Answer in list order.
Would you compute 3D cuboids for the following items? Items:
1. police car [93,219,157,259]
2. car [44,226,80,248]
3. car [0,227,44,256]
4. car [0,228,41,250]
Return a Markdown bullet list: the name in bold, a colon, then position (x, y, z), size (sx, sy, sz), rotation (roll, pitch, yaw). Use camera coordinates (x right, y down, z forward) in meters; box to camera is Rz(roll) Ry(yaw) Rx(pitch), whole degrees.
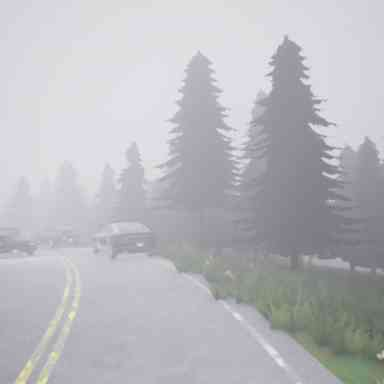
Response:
- **police car**: position (-3.327, 2.113, 15.637), size (1.930, 1.638, 5.238), rotation (1, -5, -29)
- **car**: position (-9.903, 3.259, 24.001), size (4.892, 1.490, 1.837), rotation (-9, -9, 42)
- **car**: position (-9.443, 2.525, 17.010), size (2.033, 1.411, 5.357), rotation (2, -7, -37)
- **car**: position (-15.030, 4.011, 27.917), size (5.008, 1.535, 1.882), rotation (-8, -7, 32)
